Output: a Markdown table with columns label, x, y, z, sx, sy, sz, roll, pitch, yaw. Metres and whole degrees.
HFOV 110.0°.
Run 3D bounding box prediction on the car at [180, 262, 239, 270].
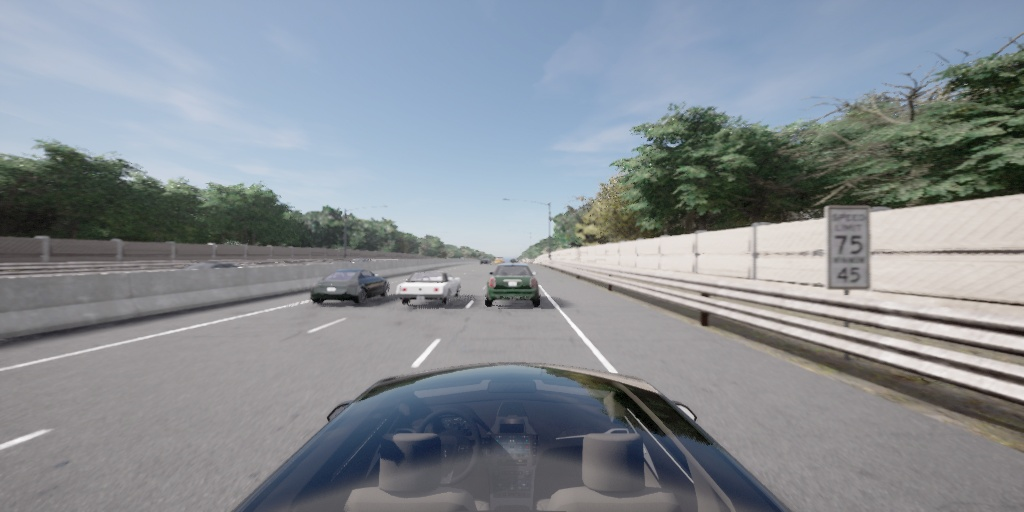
| label | x | y | z | sx | sy | sz | roll | pitch | yaw |
| --- | --- | --- | --- | --- | --- | --- | --- | --- | --- |
| car | -17.535 | 1.119 | 20.701 | 1.882 | 1.535 | 5.008 | 0 | 0 | 0 |

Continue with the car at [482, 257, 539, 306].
| label | x | y | z | sx | sy | sz | roll | pitch | yaw |
| --- | --- | --- | --- | --- | --- | --- | --- | --- | --- |
| car | 0.031 | 1.085 | 15.802 | 2.097 | 1.767 | 4.553 | 0 | 0 | 0 |

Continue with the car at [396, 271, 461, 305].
| label | x | y | z | sx | sy | sz | roll | pitch | yaw |
| --- | --- | --- | --- | --- | --- | --- | --- | --- | --- |
| car | -3.470 | 1.317 | 15.881 | 1.895 | 1.301 | 4.718 | 0 | 0 | 0 |

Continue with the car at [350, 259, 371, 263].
| label | x | y | z | sx | sy | sz | roll | pitch | yaw |
| --- | --- | --- | --- | --- | --- | --- | --- | --- | --- |
| car | -17.412 | 1.115 | 40.938 | 1.837 | 1.490 | 4.892 | 0 | 0 | 1 |

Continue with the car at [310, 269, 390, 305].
| label | x | y | z | sx | sy | sz | roll | pitch | yaw |
| --- | --- | --- | --- | --- | --- | --- | --- | --- | --- |
| car | -6.970 | 1.264 | 15.863 | 1.994 | 1.385 | 4.181 | 0 | 0 | 0 |
